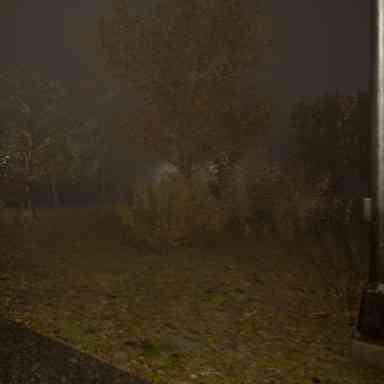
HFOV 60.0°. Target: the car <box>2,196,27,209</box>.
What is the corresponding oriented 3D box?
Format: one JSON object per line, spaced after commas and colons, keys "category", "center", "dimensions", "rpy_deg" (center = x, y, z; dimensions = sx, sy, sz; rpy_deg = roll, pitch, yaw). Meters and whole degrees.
{"category": "car", "center": [-25.479, 1.411, 46.080], "dimensions": [2.097, 1.767, 4.553], "rpy_deg": [0, -1, 36]}
